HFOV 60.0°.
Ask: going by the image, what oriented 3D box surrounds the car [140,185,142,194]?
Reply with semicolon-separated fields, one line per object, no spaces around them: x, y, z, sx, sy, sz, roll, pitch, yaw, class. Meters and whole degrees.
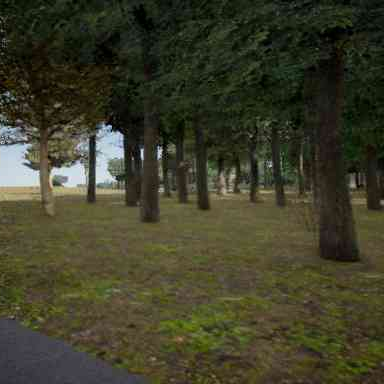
-12.015;-0.568;79.529;2.150;2.045;5.566;-2;1;34;car
